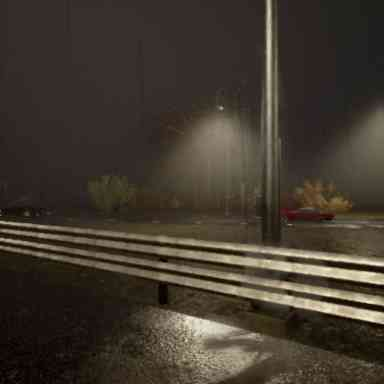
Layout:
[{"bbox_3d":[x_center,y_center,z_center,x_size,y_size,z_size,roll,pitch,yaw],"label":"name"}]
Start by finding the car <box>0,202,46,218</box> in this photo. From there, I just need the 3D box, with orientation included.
[{"bbox_3d":[-17.547,1.768,34.078,5.008,1.535,1.882,0,0,12],"label":"car"}]

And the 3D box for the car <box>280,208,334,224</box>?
[{"bbox_3d":[9.411,1.989,28.386,4.718,1.301,1.895,0,0,12],"label":"car"}]
